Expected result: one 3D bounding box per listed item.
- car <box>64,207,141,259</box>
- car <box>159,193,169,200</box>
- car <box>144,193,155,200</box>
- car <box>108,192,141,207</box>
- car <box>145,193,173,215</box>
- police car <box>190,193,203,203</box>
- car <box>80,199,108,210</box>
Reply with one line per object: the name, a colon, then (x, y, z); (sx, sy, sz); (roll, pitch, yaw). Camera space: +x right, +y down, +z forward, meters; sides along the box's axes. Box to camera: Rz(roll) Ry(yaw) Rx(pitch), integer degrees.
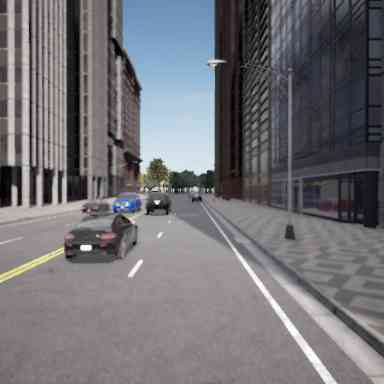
car: (-3.137, 1.475, 12.167); (1.812, 1.442, 4.674); (0, 0, 0)
car: (-6.505, 0.985, 76.723); (1.882, 1.535, 5.008); (0, 0, 0)
car: (-9.755, 1.032, 76.724); (2.128, 1.511, 4.902); (0, 0, 0)
car: (-6.598, 1.071, 34.203); (2.150, 2.045, 5.566); (0, 1, 0)
car: (-3.151, 1.081, 32.661); (2.150, 2.045, 5.566); (0, 0, 0)
police car: (0.970, 1.142, 63.308); (1.930, 1.638, 5.238); (0, 0, 0)
car: (-9.849, 1.399, 34.500); (2.033, 1.411, 5.357); (0, 0, 0)
